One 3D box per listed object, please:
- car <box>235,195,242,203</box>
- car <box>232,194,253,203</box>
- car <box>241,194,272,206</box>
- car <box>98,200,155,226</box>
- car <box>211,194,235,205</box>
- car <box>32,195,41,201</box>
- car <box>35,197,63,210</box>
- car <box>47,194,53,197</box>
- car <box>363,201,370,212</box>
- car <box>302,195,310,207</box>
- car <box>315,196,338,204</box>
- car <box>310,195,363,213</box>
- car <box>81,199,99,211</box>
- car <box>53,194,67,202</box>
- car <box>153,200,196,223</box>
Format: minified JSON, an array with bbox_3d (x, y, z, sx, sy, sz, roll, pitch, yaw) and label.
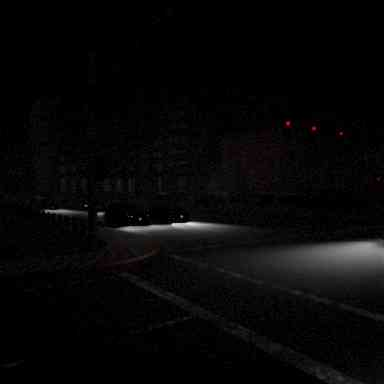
[{"bbox_3d":[8.958,1.556,71.998,1.784,1.438,3.905,0,0,-35],"label":"car"},{"bbox_3d":[11.122,1.356,73.587,1.932,1.855,4.605,0,0,-35],"label":"car"},{"bbox_3d":[10.592,1.553,54.665,1.970,1.475,3.806,0,0,-35],"label":"car"},{"bbox_3d":[-4.817,1.543,24.038,1.837,1.490,4.892,0,0,-35],"label":"car"},{"bbox_3d":[6.593,1.576,70.329,1.970,1.475,3.806,0,0,-35],"label":"car"},{"bbox_3d":[-39.705,1.508,85.340,1.812,1.442,4.674,0,0,-35],"label":"car"},{"bbox_3d":[-18.859,1.639,43.835,1.895,1.301,4.718,0,0,-35],"label":"car"},{"bbox_3d":[-36.840,1.426,87.335,2.097,1.767,4.553,0,0,-35],"label":"car"},{"bbox_3d":[18.458,1.304,38.837,1.905,1.878,3.866,0,0,-35],"label":"car"},{"bbox_3d":[24.344,1.378,64.486,1.932,1.855,4.605,0,0,-35],"label":"car"},{"bbox_3d":[26.746,1.600,66.104,1.784,1.438,3.905,0,0,-35],"label":"car"},{"bbox_3d":[16.062,1.289,37.212,1.932,1.855,4.605,0,0,-35],"label":"car"},{"bbox_3d":[-11.924,1.543,40.065,2.128,1.511,4.902,0,0,-35],"label":"car"},{"bbox_3d":[-31.061,1.603,79.211,1.812,1.442,4.674,0,0,-35],"label":"car"},{"bbox_3d":[-1.895,1.615,25.968,1.994,1.385,4.181,0,0,-35],"label":"car"}]
